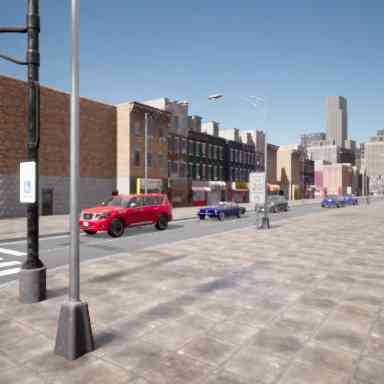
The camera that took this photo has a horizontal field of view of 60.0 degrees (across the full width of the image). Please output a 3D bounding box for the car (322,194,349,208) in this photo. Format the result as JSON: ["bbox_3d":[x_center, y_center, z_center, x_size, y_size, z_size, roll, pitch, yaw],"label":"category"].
[{"bbox_3d":[18.418,1.100,43.190,2.097,1.767,4.553,0,0,36],"label":"car"}]

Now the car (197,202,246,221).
[{"bbox_3d":[2.339,1.439,25.738,1.895,1.301,4.718,0,0,35],"label":"car"}]

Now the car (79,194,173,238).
[{"bbox_3d":[-3.346,1.121,17.755,2.150,2.045,5.566,0,0,36],"label":"car"}]

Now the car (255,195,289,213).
[{"bbox_3d":[8.146,1.143,33.853,2.097,1.767,4.553,0,0,36],"label":"car"}]

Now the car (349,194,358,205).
[{"bbox_3d":[24.230,1.067,51.289,2.097,1.767,4.553,0,0,32],"label":"car"}]
